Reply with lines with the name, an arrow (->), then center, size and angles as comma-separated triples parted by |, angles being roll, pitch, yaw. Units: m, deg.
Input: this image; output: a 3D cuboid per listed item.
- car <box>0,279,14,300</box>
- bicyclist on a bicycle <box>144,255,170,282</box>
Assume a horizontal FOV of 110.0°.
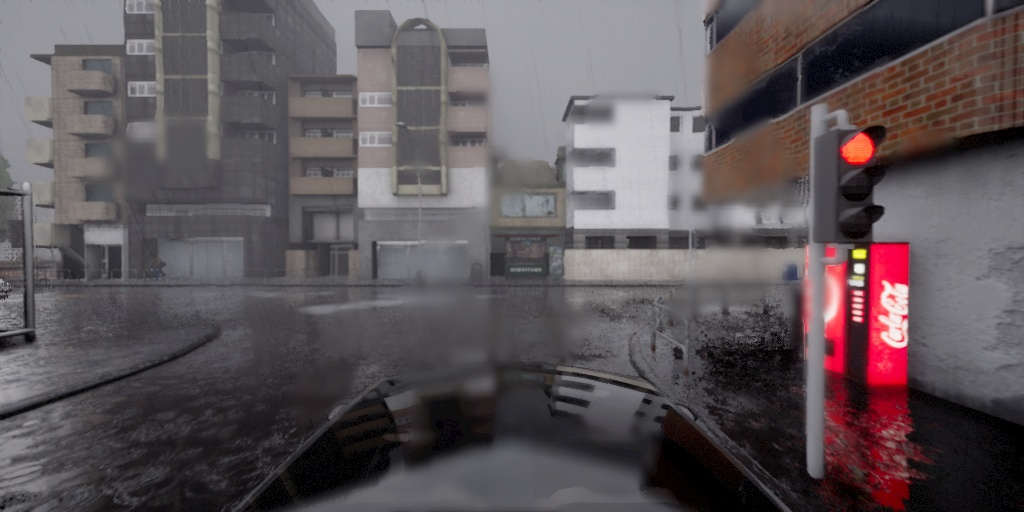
car -> -21.921, 1.065, 13.436 | 4.674, 1.442, 1.812 | 0, 1, 0
bicyclist on a bicycle -> -21.609, 0.739, 21.809 | 0.582, 1.620, 1.656 | 0, 1, 0
